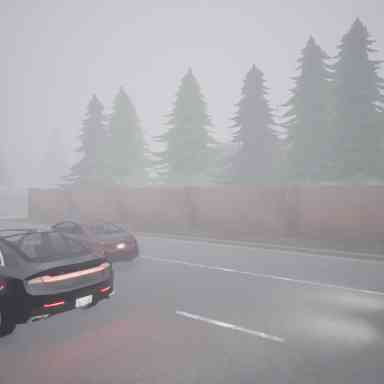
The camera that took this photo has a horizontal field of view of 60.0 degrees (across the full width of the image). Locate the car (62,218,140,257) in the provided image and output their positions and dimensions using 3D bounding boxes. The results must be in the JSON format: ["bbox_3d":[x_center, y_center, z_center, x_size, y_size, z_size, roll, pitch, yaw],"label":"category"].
[{"bbox_3d":[-3.707,1.564,10.961,4.181,1.385,1.994,0,0,36],"label":"car"}]

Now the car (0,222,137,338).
[{"bbox_3d":[-3.656,1.492,6.617,4.902,1.511,2.128,0,0,36],"label":"car"}]
